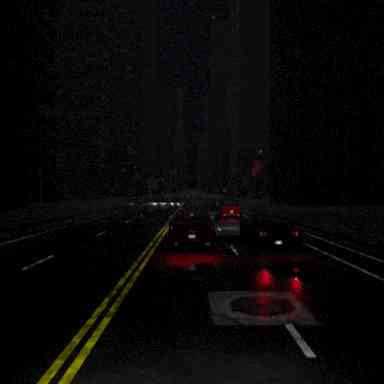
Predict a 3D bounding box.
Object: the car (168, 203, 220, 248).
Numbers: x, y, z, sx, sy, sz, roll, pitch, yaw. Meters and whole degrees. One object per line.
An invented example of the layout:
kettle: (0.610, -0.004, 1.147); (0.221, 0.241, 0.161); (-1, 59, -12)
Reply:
car: (0.001, 1.472, 14.652); (1.882, 1.535, 5.008); (0, 0, 0)

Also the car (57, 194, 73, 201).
car: (-30.156, 1.317, 77.520); (5.009, 1.841, 2.192); (0, 1, 0)

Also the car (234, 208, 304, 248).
car: (3.251, 1.604, 14.682); (1.895, 1.301, 4.718); (0, 0, 0)

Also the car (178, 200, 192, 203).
car: (0.001, 1.584, 29.683); (1.895, 1.301, 4.718); (0, 0, 0)

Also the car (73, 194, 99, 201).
car: (-24.729, 1.549, 77.529); (4.313, 1.339, 1.947); (0, 1, 0)

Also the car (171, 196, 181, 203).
car: (-3.254, 1.464, 67.096); (2.033, 1.411, 5.357); (0, 0, 0)

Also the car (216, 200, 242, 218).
car: (3.251, 1.453, 29.653); (1.882, 1.535, 5.008); (0, 0, 0)

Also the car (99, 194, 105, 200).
car: (-24.732, 1.278, 86.050); (4.097, 1.590, 1.967); (0, 1, 0)

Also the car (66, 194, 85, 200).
car: (-30.157, 1.297, 86.047); (4.097, 1.590, 1.967); (0, 1, 0)

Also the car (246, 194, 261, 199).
car: (16.680, 1.164, 89.179); (4.097, 1.590, 1.967); (0, 1, 0)

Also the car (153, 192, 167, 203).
car: (-6.509, 1.149, 66.959); (2.150, 2.045, 5.566); (0, 0, 0)
